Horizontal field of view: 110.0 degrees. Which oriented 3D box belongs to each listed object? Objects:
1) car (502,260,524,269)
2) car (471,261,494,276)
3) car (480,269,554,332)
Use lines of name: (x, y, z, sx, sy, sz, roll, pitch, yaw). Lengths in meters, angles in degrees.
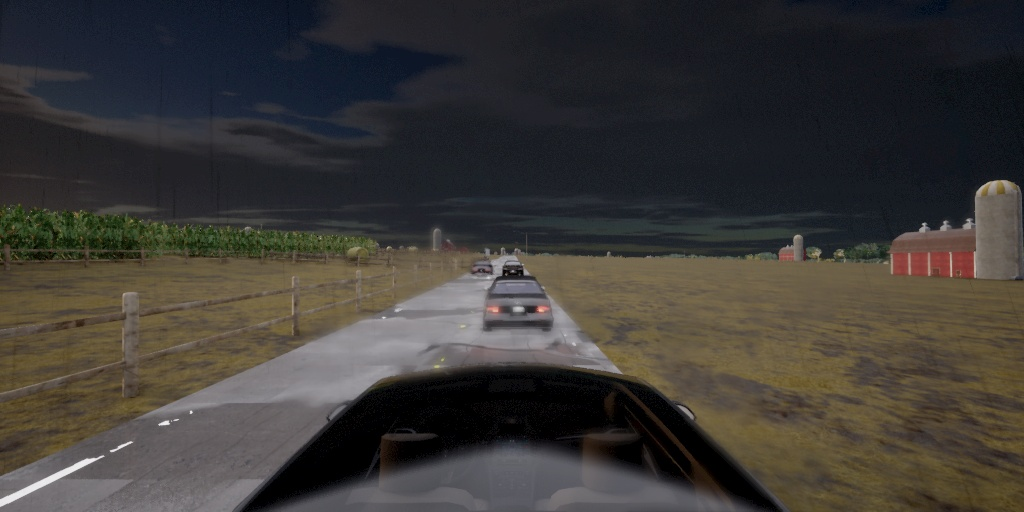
car: (0.083, 1.130, 33.055, 1.882, 1.535, 5.008, 0, 0, 0)
car: (-2.866, 1.202, 35.583, 1.994, 1.385, 4.181, 0, 0, 0)
car: (0.112, 1.289, 10.839, 2.033, 1.411, 5.357, 0, 0, -1)
